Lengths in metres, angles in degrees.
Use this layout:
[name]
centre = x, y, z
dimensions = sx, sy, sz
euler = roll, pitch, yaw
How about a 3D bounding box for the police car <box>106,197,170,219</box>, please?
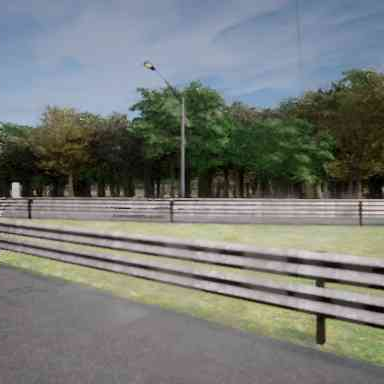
[police car]
centre = -4.126, 1.179, 25.130
dimensions = 4.974, 1.542, 2.038
euler = 0, 0, 18
